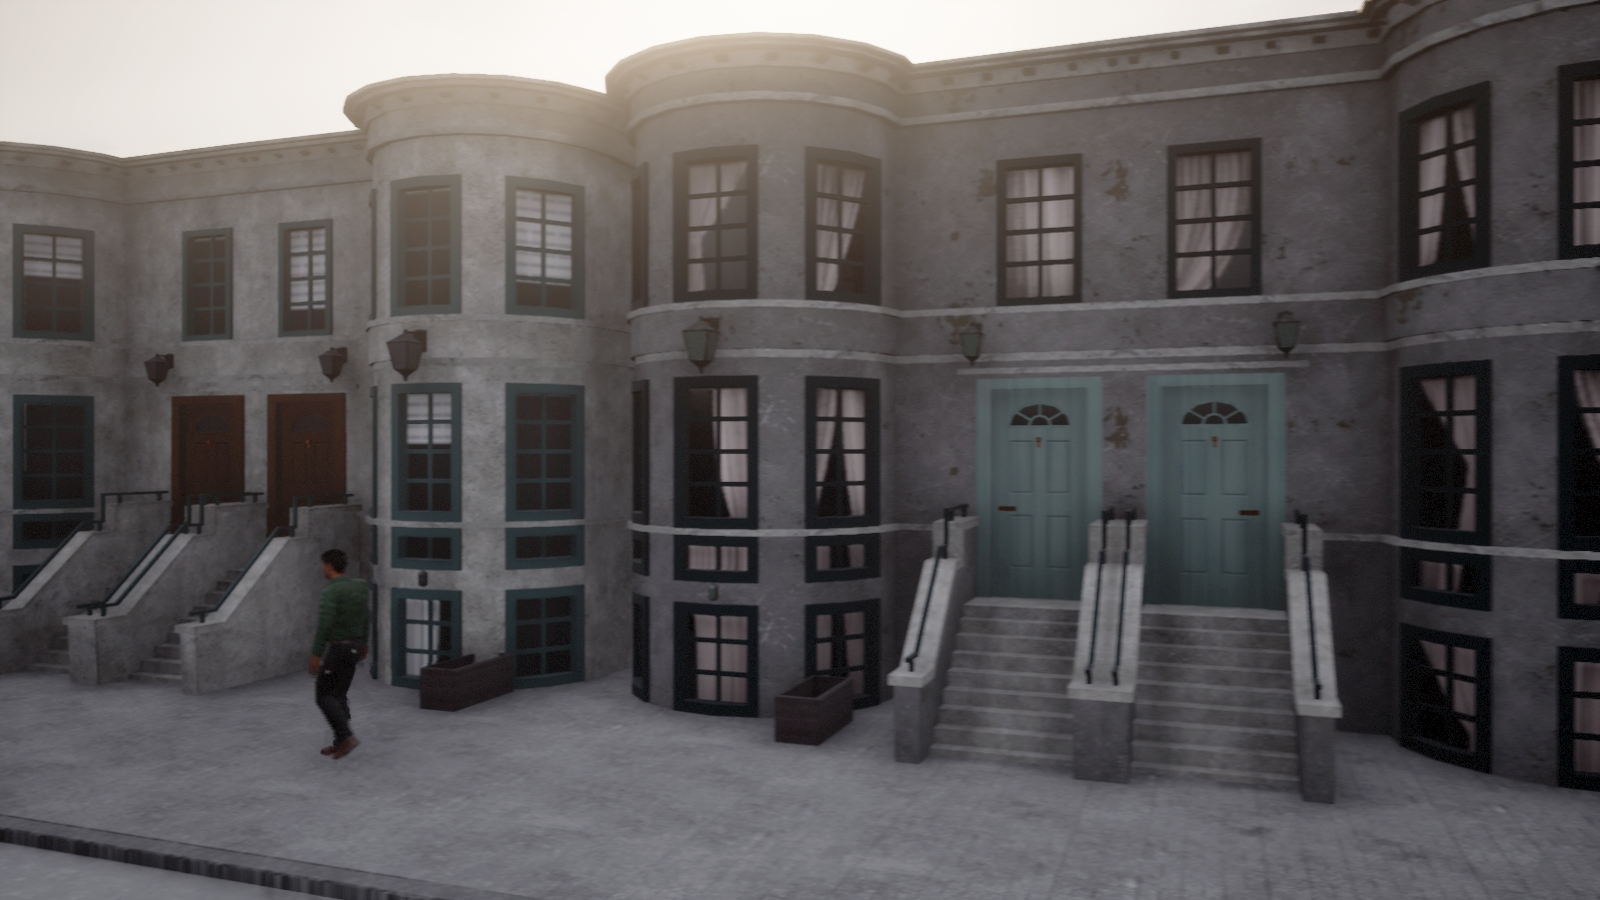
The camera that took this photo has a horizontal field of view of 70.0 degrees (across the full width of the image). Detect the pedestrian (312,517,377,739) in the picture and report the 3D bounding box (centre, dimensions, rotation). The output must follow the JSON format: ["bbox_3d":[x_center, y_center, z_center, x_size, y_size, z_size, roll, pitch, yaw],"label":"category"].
[{"bbox_3d":[-3.959,1.526,9.936,0.375,1.860,0.375,0,0,17],"label":"pedestrian"}]
